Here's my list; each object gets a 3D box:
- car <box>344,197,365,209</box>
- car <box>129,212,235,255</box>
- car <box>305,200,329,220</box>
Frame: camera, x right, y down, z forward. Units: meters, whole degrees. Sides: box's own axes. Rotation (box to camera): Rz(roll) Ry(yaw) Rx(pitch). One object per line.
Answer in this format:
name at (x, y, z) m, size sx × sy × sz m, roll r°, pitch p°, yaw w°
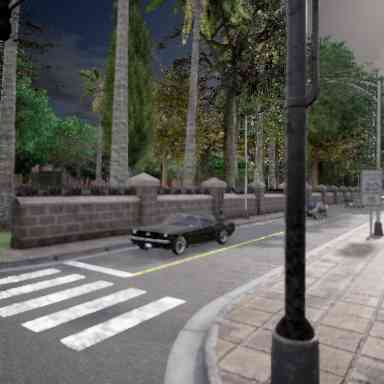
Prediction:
car at (20.591, 1.335, 42.104) m, size 2.128 × 1.511 × 4.902 m, roll 0°, pitch 0°, yaw 35°
car at (-0.212, 1.493, 13.096) m, size 1.895 × 1.301 × 4.718 m, roll 0°, pitch 1°, yaw 36°
car at (9.667, 1.389, 26.950) m, size 2.033 × 1.411 × 5.357 m, roll 0°, pitch 0°, yaw 36°
